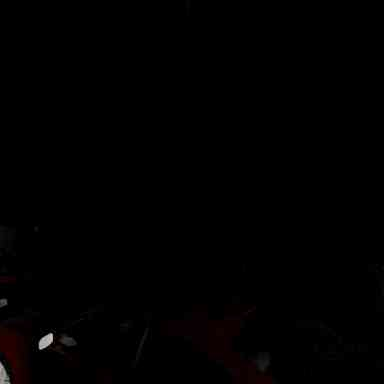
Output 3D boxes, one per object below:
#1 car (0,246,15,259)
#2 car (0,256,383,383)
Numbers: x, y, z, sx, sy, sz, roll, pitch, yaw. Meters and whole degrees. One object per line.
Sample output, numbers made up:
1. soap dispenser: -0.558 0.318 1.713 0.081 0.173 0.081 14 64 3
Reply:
1. car: -4.698 1.545 6.297 4.507 1.381 1.887 0 0 35
2. car: -0.264 1.545 3.148 4.507 1.381 1.887 0 0 35
